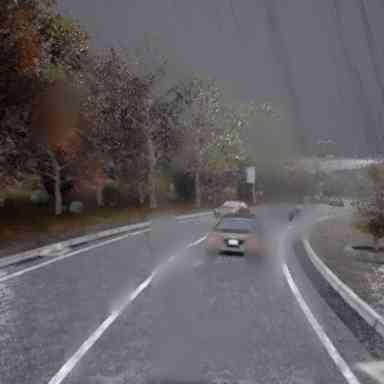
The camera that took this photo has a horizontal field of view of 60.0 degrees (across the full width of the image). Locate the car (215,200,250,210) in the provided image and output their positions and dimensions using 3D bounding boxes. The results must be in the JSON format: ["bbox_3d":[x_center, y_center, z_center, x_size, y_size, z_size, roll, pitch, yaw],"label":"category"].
[{"bbox_3d":[3.389,1.413,27.134,1.812,1.442,4.674,3,1,27],"label":"car"}]

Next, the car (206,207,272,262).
[{"bbox_3d":[1.781,1.539,12.305,2.033,1.411,5.357,2,0,13],"label":"car"}]

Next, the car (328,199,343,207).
[{"bbox_3d":[26.574,1.995,61.281,2.033,1.411,5.357,4,2,35],"label":"car"}]

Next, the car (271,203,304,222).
[{"bbox_3d":[8.131,1.656,28.349,2.033,1.411,5.357,4,1,30],"label":"car"}]
